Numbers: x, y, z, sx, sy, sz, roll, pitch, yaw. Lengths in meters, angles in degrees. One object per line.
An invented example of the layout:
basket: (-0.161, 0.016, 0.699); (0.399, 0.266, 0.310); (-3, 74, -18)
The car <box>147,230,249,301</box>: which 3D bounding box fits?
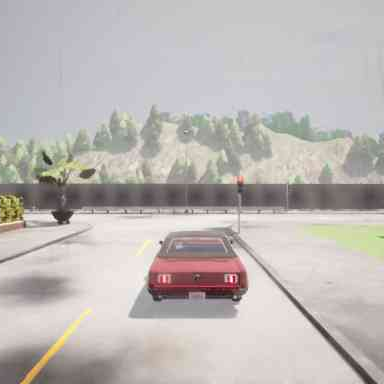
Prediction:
car: (0.102, 1.601, 8.258); (1.895, 1.301, 4.718); (0, 0, 0)
